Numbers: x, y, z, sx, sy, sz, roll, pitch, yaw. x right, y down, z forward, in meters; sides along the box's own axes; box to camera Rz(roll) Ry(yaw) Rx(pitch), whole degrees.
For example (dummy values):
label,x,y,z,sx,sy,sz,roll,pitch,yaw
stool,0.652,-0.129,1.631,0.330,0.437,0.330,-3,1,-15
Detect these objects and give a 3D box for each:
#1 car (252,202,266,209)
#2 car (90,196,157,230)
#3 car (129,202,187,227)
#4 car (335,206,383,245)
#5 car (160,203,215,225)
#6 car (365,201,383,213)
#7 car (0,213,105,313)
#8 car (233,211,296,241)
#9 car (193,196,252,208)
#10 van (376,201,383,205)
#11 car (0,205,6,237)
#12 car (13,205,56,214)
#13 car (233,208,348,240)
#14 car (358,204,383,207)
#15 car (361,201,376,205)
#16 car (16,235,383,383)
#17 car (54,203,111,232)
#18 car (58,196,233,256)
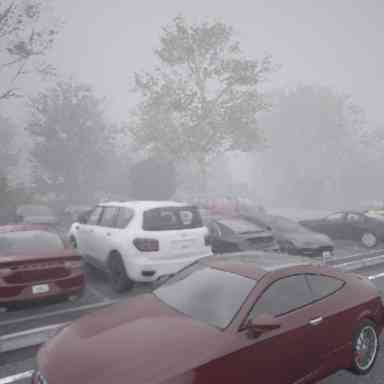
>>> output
label,x,y,z,sx,sy,sz,roll,pitch,yaw
car,4.071,1.425,29.432,2.435,2.045,5.566,1,-1,-36
car,-4.885,1.302,23.016,2.435,2.045,5.566,1,0,-36
car,-2.635,1.583,24.656,2.097,1.535,5.008,1,0,-36
car,7.415,1.613,15.767,2.097,1.535,5.008,1,-1,-36
car,-0.474,1.651,26.208,2.002,1.452,4.674,1,0,-36
car,26.919,2.014,45.610,1.946,1.575,5.366,1,0,-36
car,-3.979,1.477,7.604,2.097,1.535,5.008,1,0,-36
car,0.582,1.528,10.872,2.231,1.521,4.892,1,0,-36
car,1.907,1.393,27.882,2.435,2.045,5.566,1,-1,-36
van,14.315,1.488,20.573,1.878,1.987,4.442,1,-1,-36
car,-11.690,1.477,18.169,2.097,1.535,5.008,1,0,-36
car,-9.413,1.531,19.771,2.163,1.488,4.792,1,0,-36
car,2.870,1.584,12.481,2.163,1.488,4.792,1,0,-36
car,9.580,1.643,17.552,1.946,1.575,5.366,1,-1,-36
car,24.551,1.984,44.148,2.231,1.521,4.892,1,-1,-36
car,0.605,1.550,4.118,4.674,1.442,1.812,1,0,-36
car,-7.183,1.556,21.440,2.163,1.488,4.792,1,0,-36
car,-1.717,1.251,9.265,2.435,2.045,5.566,1,0,-36
